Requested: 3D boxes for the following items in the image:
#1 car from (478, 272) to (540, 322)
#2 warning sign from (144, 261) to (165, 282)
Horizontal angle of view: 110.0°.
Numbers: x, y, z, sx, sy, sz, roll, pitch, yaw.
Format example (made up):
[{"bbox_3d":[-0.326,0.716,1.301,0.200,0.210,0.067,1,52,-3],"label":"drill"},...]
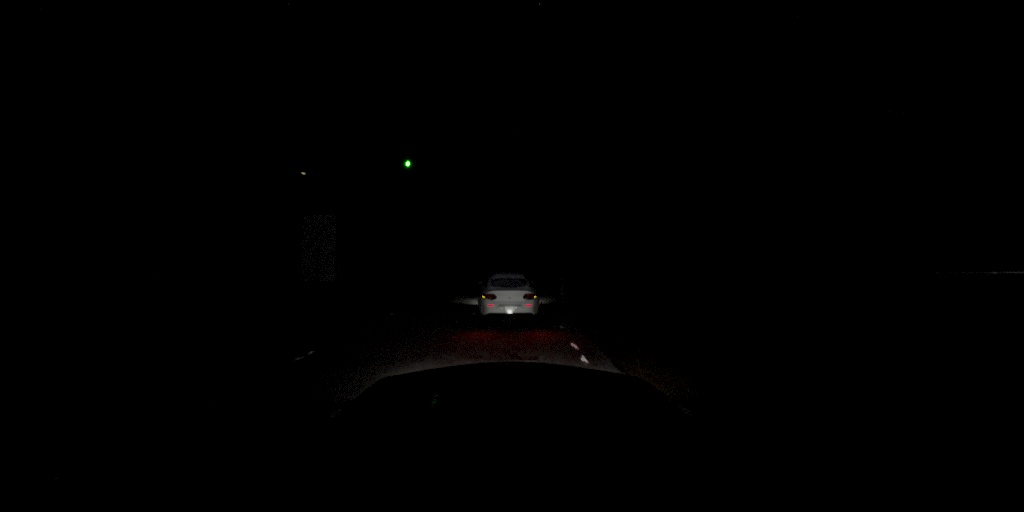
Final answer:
[{"bbox_3d":[-0.157,1.248,12.010,1.812,1.442,4.674,0,0,-3],"label":"car"},{"bbox_3d":[-32.491,1.412,32.579,1.060,1.860,1.300,0,0,0],"label":"warning sign"}]
